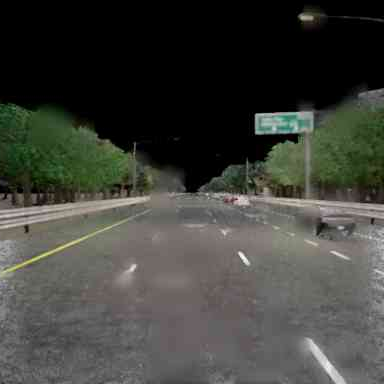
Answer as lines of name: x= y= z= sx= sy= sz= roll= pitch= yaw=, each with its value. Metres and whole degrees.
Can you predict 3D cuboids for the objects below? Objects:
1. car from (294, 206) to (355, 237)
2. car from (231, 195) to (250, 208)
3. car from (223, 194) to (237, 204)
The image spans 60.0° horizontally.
car: x=7.017 y=1.484 z=18.107 sx=2.128 sy=1.511 sz=4.902 roll=0 pitch=0 yaw=0
car: x=7.091 y=1.496 z=47.432 sx=1.812 sy=1.442 sz=4.674 roll=0 pitch=0 yaw=0
car: x=7.137 y=1.299 z=64.545 sx=2.097 sy=1.767 sz=4.553 roll=0 pitch=0 yaw=0
